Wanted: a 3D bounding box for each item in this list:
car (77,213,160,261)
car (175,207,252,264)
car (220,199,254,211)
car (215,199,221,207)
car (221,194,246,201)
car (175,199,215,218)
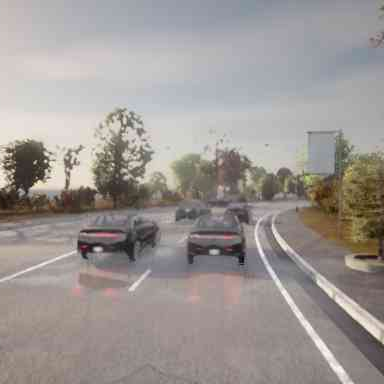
[{"bbox_3d":[-2.508,1.522,12.402,2.128,1.511,4.902,0,0,7],"label":"car"},{"bbox_3d":[0.968,1.533,12.004,2.128,1.511,4.902,0,0,8],"label":"car"},{"bbox_3d":[3.746,1.606,26.597,1.837,1.490,4.892,0,0,15],"label":"car"},{"bbox_3d":[4.075,1.775,56.370,1.895,1.301,4.718,0,0,28],"label":"car"},{"bbox_3d":[7.340,1.412,55.044,2.150,2.045,5.566,0,0,29],"label":"car"},{"bbox_3d":[0.205,1.435,26.846,2.097,1.767,4.553,0,0,15],"label":"car"}]
